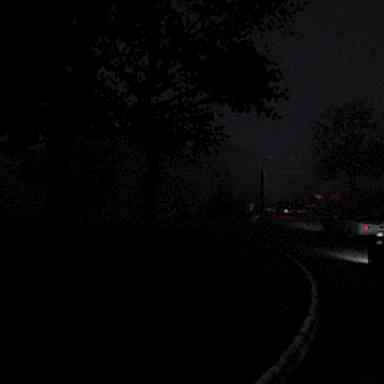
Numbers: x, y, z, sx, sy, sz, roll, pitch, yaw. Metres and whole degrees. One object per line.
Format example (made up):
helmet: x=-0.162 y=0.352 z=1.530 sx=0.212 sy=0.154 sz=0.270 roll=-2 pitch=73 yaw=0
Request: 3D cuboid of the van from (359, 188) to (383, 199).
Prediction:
van: x=32.780 y=0.285 z=59.978 sx=4.442 sy=1.987 sz=1.878 roll=0 pitch=2 yaw=33

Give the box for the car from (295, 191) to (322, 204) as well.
car: x=17.449 y=0.982 z=49.753 sx=2.033 sy=1.411 sz=5.357 roll=0 pitch=1 yaw=31

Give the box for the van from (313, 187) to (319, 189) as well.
van: x=30.604 y=-0.294 z=86.104 sx=1.878 sy=1.987 sz=4.442 roll=0 pitch=1 yaw=38

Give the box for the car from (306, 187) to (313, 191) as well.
car: x=27.353 y=0.120 z=81.729 sx=2.163 sy=1.488 sz=4.792 roll=0 pitch=2 yaw=37

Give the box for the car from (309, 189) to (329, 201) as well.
car: x=22.452 y=0.683 z=58.330 sx=1.882 sy=1.535 sz=5.008 roll=0 pitch=1 yaw=32

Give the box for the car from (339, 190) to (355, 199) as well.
car: x=30.696 y=0.454 z=65.785 sx=2.128 sy=1.511 sz=4.902 roll=0 pitch=2 yaw=34

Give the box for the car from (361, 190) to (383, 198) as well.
car: x=35.672 y=0.400 z=64.617 sx=4.674 sy=1.452 sz=2.002 roll=0 pitch=2 yaw=34

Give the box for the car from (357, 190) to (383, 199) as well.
car: x=34.011 y=0.432 z=62.443 sx=5.366 sy=1.575 sz=1.946 roll=0 pitch=2 yaw=33

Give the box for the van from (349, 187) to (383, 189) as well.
van: x=26.950 y=0.555 z=50.889 sx=4.442 sy=1.987 sz=1.878 roll=0 pitch=1 yaw=31

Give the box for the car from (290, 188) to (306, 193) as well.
car: x=24.177 y=0.247 z=77.249 sx=2.097 sy=1.535 sz=5.008 roll=0 pitch=2 yaw=35

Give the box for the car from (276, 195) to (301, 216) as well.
car: x=9.055 y=1.352 z=31.505 sx=1.837 sy=1.490 sz=4.892 roll=0 pitch=1 yaw=19

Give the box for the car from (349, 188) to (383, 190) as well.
car: x=25.666 y=0.720 z=48.448 sx=4.553 sy=1.767 sz=2.185 roll=0 pitch=1 yaw=31

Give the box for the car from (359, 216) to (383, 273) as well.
car: x=5.582 y=1.544 z=7.524 sx=2.033 sy=1.411 sz=5.357 roll=0 pitch=0 yaw=15

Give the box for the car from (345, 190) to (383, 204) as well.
car: x=24.224 y=0.909 z=46.104 sx=4.892 sy=1.521 sz=2.231 roll=0 pitch=1 yaw=31

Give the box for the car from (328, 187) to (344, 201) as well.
car: x=25.278 y=0.552 z=56.912 sx=2.097 sy=1.767 sz=4.553 roll=0 pitch=2 yaw=31

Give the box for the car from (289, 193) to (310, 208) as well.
car: x=12.843 y=1.208 z=40.829 sx=1.994 sy=1.385 sz=4.181 roll=0 pitch=1 yaw=26

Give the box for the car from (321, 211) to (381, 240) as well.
car: x=8.281 y=1.592 z=16.896 sx=1.895 sy=1.301 sz=4.718 roll=0 pitch=0 yaw=-1
